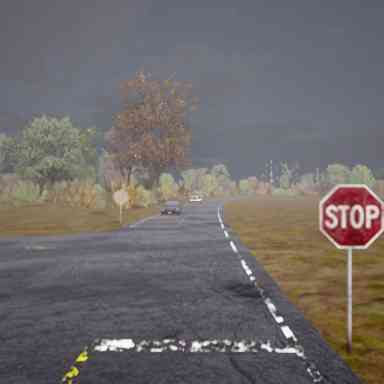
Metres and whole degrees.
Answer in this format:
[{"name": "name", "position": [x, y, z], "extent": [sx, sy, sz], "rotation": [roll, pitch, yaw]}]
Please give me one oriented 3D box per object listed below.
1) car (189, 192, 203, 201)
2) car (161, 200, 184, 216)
[{"name": "car", "position": [0.810, 1.030, 60.677], "extent": [2.150, 2.045, 5.566], "rotation": [0, 0, 7]}, {"name": "car", "position": [-1.842, 1.536, 33.089], "extent": [2.033, 1.411, 5.357], "rotation": [0, 0, 4]}]
